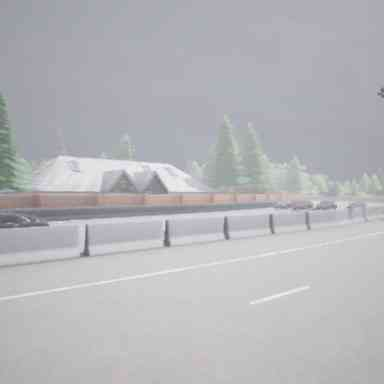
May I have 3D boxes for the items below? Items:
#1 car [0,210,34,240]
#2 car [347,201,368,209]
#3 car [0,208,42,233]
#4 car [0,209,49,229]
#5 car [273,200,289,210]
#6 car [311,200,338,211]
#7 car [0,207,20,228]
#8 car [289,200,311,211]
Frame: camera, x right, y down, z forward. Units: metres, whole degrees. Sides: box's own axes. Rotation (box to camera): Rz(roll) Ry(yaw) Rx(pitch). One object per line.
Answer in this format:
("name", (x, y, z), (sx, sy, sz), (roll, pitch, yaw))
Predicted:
("car", (-11.385, 1.771, 17.382), (5.357, 1.411, 2.033), (0, -1, -36))
("car", (22.408, 1.962, 44.937), (1.994, 1.385, 4.181), (-1, -1, 39))
("car", (-12.548, 1.811, 20.870), (5.357, 1.411, 2.033), (0, -1, -36))
("car", (-8.969, 1.694, 14.864), (4.892, 1.490, 1.837), (0, -1, -36))
("car", (14.303, 2.021, 51.630), (1.812, 1.442, 4.674), (-1, -1, 38))
("car", (18.552, 1.925, 45.737), (1.837, 1.490, 4.892), (0, -1, 39))
("car", (-15.164, 1.845, 23.287), (5.357, 1.411, 2.033), (0, -1, -36))
("car", (16.384, 1.962, 48.629), (1.837, 1.490, 4.892), (0, -1, 39))
